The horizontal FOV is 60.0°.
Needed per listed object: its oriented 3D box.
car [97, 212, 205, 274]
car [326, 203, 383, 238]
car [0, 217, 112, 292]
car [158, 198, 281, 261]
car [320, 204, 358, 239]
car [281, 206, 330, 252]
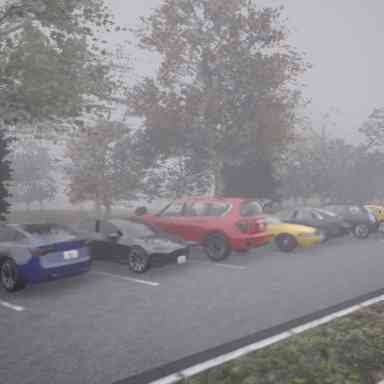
[{"bbox_3d":[-2.261,1.531,10.752,4.792,1.488,2.163,-1,-1,34],"label":"car"},{"bbox_3d":[7.370,1.367,17.709,4.553,1.767,2.185,-1,-1,34],"label":"car"},{"bbox_3d":[-4.734,1.534,9.048,4.792,1.488,2.163,-1,-1,34],"label":"car"},{"bbox_3d":[0.105,1.248,12.513,5.566,2.045,2.435,-1,0,34],"label":"car"},{"bbox_3d":[4.952,1.496,15.971,4.892,1.521,2.231,-1,0,34],"label":"car"},{"bbox_3d":[2.700,1.492,14.134,5.366,1.575,1.946,-1,-1,34],"label":"car"}]
